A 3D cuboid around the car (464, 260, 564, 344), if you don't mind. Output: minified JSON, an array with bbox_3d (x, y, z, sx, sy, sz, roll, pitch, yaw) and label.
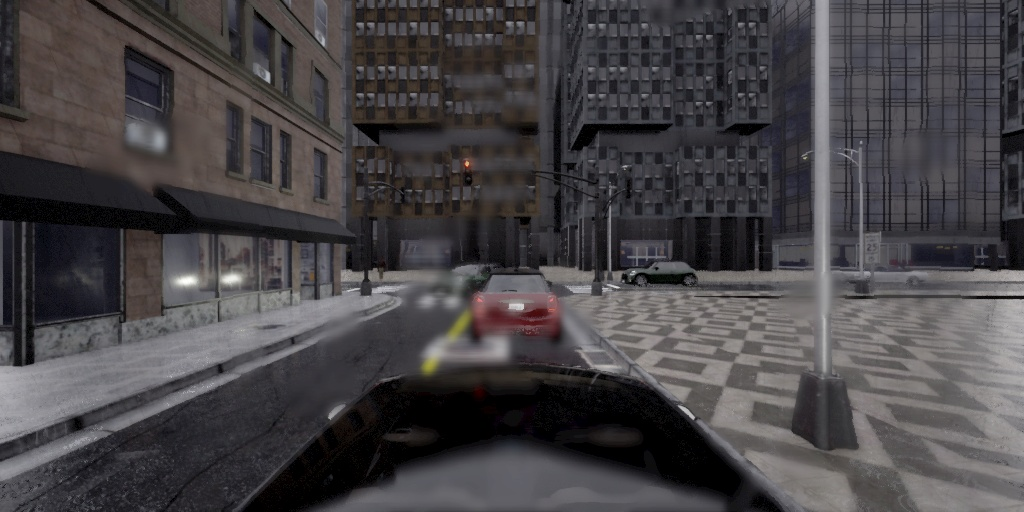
[{"bbox_3d":[0.068,1.102,9.743,2.097,1.767,4.553,0,0,-1],"label":"car"}]

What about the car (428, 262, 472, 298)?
[{"bbox_3d":[-1.943,1.101,17.623,2.097,1.767,4.553,0,0,32],"label":"car"}]

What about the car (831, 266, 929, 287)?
[{"bbox_3d":[23.967,1.316,23.518,4.718,1.301,1.895,0,0,1],"label":"car"}]

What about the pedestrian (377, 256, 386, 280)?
[{"bbox_3d":[-9.839,0.903,26.925,0.375,1.860,0.375,0,0,1],"label":"pedestrian"}]

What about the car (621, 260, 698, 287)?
[{"bbox_3d":[9.625,1.085,23.676,4.553,1.767,2.097,0,0,1],"label":"car"}]
